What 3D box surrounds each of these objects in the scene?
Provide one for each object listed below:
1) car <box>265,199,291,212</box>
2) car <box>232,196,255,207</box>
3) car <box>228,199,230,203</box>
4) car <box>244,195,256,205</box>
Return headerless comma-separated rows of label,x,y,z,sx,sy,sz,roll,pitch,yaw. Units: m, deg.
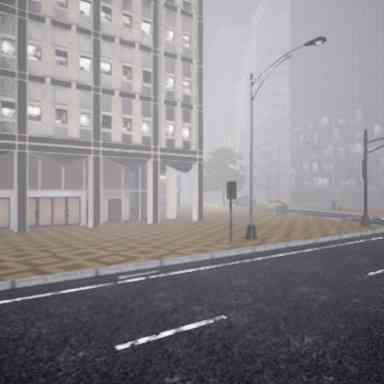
car,11.205,1.722,43.579,1.882,1.535,5.008,0,-1,-8
car,9.078,1.922,59.555,2.033,1.411,5.357,0,0,-7
car,9.760,1.960,77.076,2.033,1.411,5.357,0,-1,-8
car,11.162,1.655,66.787,2.150,2.045,5.566,0,0,-8
